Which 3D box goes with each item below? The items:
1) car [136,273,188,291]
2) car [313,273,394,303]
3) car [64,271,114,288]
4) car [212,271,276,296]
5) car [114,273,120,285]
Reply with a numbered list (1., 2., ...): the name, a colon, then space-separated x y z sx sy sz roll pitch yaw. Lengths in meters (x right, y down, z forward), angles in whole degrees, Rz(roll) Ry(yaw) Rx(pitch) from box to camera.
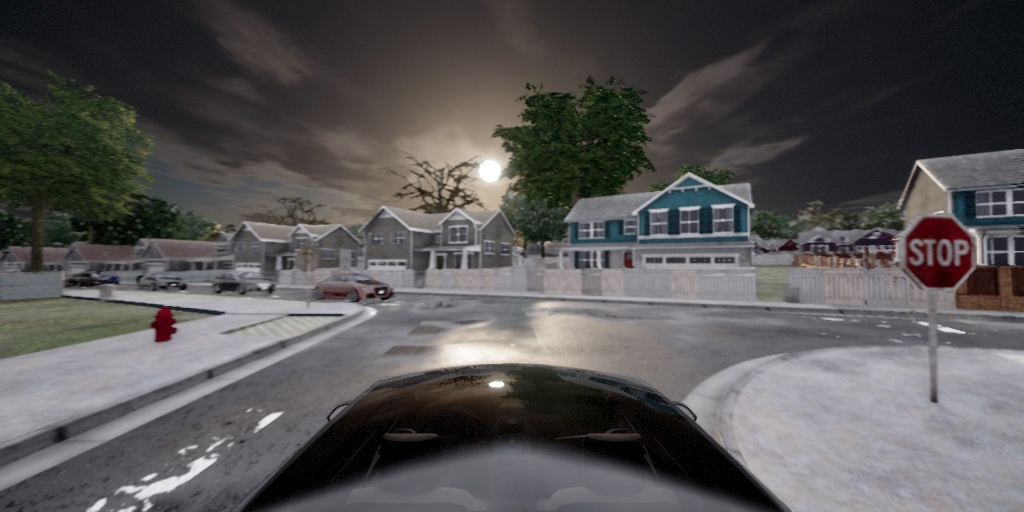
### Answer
1. car: -27.762 2.070 28.458 4.181 1.385 1.994 -1 -2 27
2. car: -7.839 1.545 17.741 4.181 1.385 1.994 -2 -3 29
3. car: -42.112 2.366 35.478 5.008 1.535 1.882 -1 -2 24
4. car: -17.141 1.717 22.913 4.902 1.511 2.128 -1 -2 28
5. car: -46.850 2.448 40.667 4.553 1.767 2.097 -1 -2 23
